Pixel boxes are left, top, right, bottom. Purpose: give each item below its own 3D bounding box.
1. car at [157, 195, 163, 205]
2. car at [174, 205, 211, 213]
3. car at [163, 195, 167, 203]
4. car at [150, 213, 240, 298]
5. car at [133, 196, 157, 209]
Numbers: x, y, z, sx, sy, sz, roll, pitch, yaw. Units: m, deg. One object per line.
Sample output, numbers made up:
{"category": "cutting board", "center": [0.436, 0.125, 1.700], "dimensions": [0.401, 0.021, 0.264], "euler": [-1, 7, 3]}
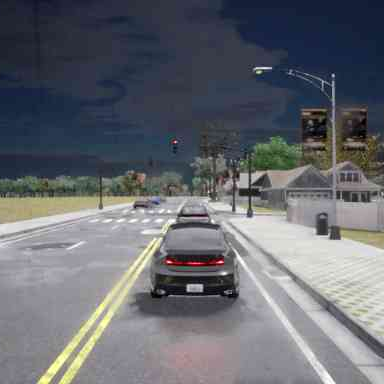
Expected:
{"category": "car", "center": [-6.641, 1.481, 57.430], "dimensions": [1.882, 1.535, 5.008], "euler": [0, 0, 0]}
{"category": "car", "center": [0.056, 1.501, 18.770], "dimensions": [2.128, 1.511, 4.902], "euler": [0, 0, -2]}
{"category": "car", "center": [-6.570, 1.363, 71.007], "dimensions": [2.097, 1.767, 4.553], "euler": [0, 0, 0]}
{"category": "car", "center": [0.075, 1.510, 8.500], "dimensions": [1.837, 1.490, 4.892], "euler": [0, 0, 1]}
{"category": "car", "center": [-6.621, 1.556, 45.537], "dimensions": [2.033, 1.411, 5.357], "euler": [0, 0, 4]}
